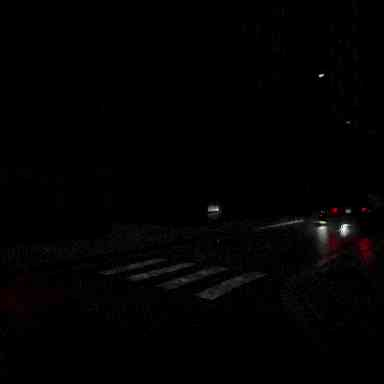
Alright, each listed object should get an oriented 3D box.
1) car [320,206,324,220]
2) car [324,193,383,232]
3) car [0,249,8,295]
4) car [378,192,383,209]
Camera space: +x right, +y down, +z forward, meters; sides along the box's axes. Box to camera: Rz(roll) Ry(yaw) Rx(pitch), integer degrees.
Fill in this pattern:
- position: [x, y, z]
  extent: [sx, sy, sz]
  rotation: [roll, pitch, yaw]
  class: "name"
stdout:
- position: [11.570, 1.397, 25.911]
  extent: [1.837, 1.490, 4.892]
  rotation: [-2, -1, 40]
  class: "car"
- position: [9.834, 1.077, 19.277]
  extent: [2.150, 2.045, 5.566]
  rotation: [-2, -1, 40]
  class: "car"
- position: [-5.768, 1.540, 5.290]
  extent: [1.882, 1.535, 5.008]
  rotation: [-2, -1, 40]
  class: "car"
- position: [25.536, 1.037, 42.385]
  extent: [2.150, 2.045, 5.566]
  rotation: [-2, -1, 40]
  class: "car"
